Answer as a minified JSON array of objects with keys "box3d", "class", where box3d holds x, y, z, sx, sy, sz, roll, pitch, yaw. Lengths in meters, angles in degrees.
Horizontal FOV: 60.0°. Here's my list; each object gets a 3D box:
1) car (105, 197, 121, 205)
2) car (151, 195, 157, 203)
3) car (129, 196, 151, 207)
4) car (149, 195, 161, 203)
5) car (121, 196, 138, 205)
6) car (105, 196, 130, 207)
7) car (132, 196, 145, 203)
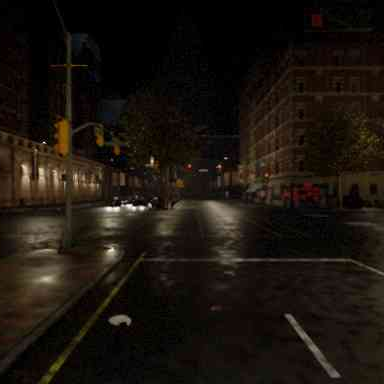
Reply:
[{"box3d":[-14.767,1.607,62.135,1.895,1.301,4.718,0,0,0],"class":"car"},{"box3d":[-8.018,1.517,62.142,1.837,1.490,4.892,0,0,0],"class":"car"},{"box3d":[-8.034,1.574,51.958,1.994,1.385,4.181,0,0,0],"class":"car"},{"box3d":[-8.021,1.492,72.484,1.882,1.535,5.008,0,0,0],"class":"car"},{"box3d":[-11.517,1.503,61.577,2.128,1.511,4.902,0,0,0],"class":"car"},{"box3d":[-11.535,1.501,51.585,2.128,1.511,4.902,0,0,0],"class":"car"},{"box3d":[-11.520,1.539,71.652,2.128,1.511,4.902,0,0,0],"class":"car"}]
